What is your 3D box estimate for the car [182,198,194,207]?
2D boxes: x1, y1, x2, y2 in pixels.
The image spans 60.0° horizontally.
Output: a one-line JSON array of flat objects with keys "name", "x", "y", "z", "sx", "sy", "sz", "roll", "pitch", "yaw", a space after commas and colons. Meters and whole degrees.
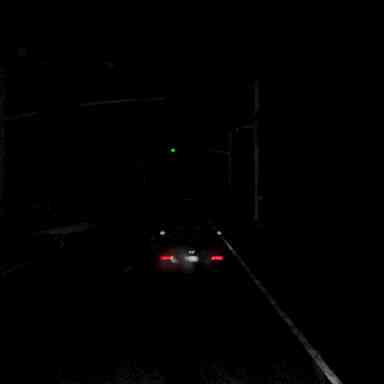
[{"name": "car", "x": -0.610, "y": 1.769, "z": 56.928, "sx": 1.812, "sy": 1.442, "sz": 4.674, "roll": 0, "pitch": 0, "yaw": -1}]

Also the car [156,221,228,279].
[{"name": "car", "x": -0.028, "y": 1.591, "z": 10.133, "sx": 2.033, "sy": 1.411, "sz": 5.357, "roll": 0, "pitch": 0, "yaw": -1}]
